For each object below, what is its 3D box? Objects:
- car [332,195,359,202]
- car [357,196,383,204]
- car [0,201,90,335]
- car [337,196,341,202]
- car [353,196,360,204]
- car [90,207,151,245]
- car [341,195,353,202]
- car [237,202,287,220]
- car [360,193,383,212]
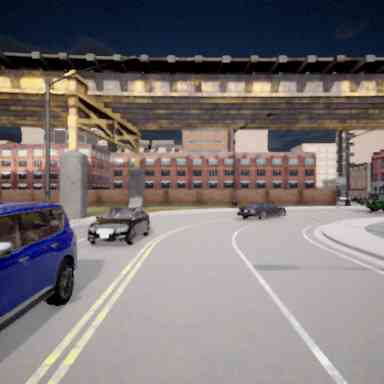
[{"bbox_3d":[33.840,1.348,73.324,2.038,1.542,4.974,0,0,-34],"label":"car"},{"bbox_3d":[29.338,1.218,53.771,1.853,1.218,4.536,0,0,-29],"label":"car"},{"bbox_3d":[-3.577,1.214,5.153,2.150,2.045,5.566,0,0,0],"label":"car"},{"bbox_3d":[29.832,1.349,72.584,4.974,1.542,2.038,0,0,-39],"label":"car"},{"bbox_3d":[29.363,1.376,53.726,2.038,1.542,4.974,0,0,-29],"label":"car"},{"bbox_3d":[-3.222,1.470,15.607,2.128,1.511,4.902,0,0,6],"label":"car"},{"bbox_3d":[33.869,1.190,73.281,1.853,1.218,4.536,0,0,-34],"label":"car"},{"bbox_3d":[5.876,1.508,27.703,2.033,1.411,5.357,0,0,43],"label":"car"},{"bbox_3d":[21.355,1.172,35.302,5.566,2.045,2.150,0,0,-9],"label":"car"}]
